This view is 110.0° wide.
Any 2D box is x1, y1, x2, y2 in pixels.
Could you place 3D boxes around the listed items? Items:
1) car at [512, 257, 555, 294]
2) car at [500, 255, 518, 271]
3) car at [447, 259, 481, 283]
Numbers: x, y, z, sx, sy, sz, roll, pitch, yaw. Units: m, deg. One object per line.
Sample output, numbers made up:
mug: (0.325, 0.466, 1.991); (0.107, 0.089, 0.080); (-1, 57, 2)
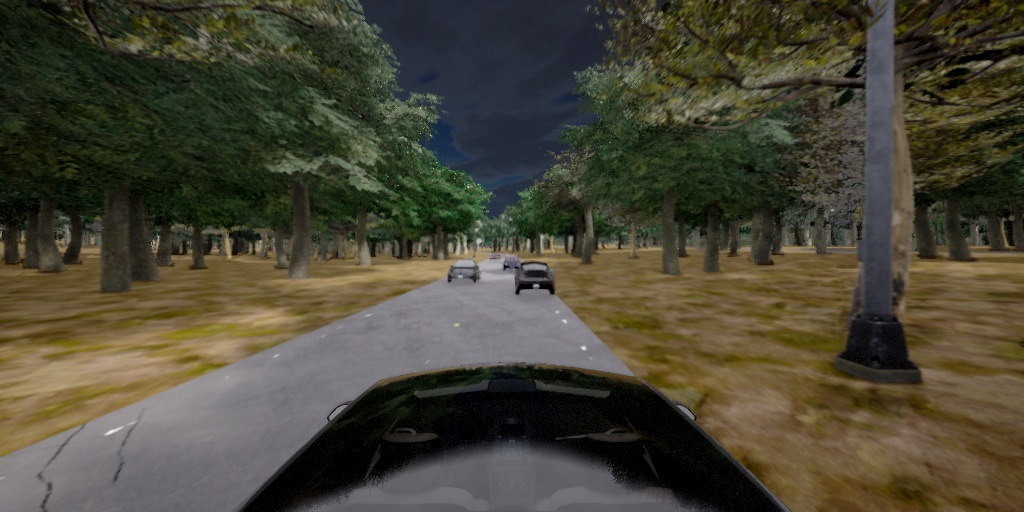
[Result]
car: (1.050, 1.011, 17.957); (1.837, 1.490, 4.892); (0, 1, 0)
car: (0.019, 0.775, 37.179); (1.895, 1.301, 4.718); (0, 1, 0)
car: (-3.087, 0.935, 23.793); (1.812, 1.442, 4.674); (0, 1, 0)
